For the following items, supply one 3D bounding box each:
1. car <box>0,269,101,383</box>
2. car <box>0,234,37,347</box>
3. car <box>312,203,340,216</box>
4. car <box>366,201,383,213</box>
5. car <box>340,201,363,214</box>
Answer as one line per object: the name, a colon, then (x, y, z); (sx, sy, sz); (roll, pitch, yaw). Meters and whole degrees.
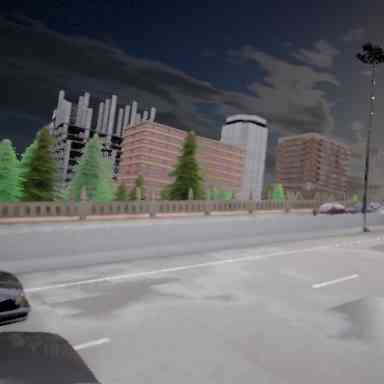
car: (-3.089, 1.526, 1.543); (5.357, 1.411, 2.033); (1, 0, -36)
car: (-5.155, 1.525, 4.374); (5.357, 1.411, 2.033); (1, 0, -36)
car: (15.107, 1.902, 36.272); (4.674, 1.442, 1.812); (1, 0, -35)
car: (17.535, 1.832, 29.408); (5.008, 1.535, 1.882); (1, 0, -35)
car: (17.568, 1.734, 33.726); (4.553, 1.767, 2.097); (1, 0, -35)
